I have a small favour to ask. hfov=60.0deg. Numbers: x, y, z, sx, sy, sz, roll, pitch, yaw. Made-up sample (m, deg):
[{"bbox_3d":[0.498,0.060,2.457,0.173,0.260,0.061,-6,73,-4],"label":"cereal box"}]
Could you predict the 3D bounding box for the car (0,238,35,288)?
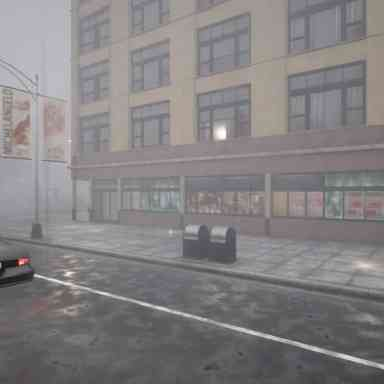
[{"bbox_3d":[-6.014,1.547,8.156,5.357,1.411,2.033,0,0,35],"label":"car"}]
